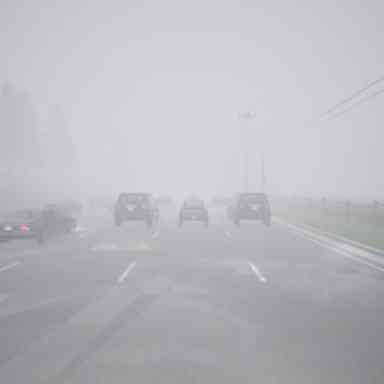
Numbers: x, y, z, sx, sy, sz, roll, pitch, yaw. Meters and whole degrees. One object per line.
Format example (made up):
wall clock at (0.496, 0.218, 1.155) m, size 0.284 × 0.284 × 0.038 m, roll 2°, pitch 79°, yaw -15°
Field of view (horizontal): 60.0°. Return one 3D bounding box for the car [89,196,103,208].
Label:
car at (-10.495, 1.140, 38.937) m, size 2.033 × 1.411 × 5.357 m, roll 0°, pitch 1°, yaw 0°

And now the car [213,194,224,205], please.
car at (3.583, 1.014, 44.292) m, size 1.882 × 1.535 × 5.008 m, roll 0°, pitch 1°, yaw 0°

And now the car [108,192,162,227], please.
car at (-3.403, 1.000, 21.136) m, size 2.150 × 2.045 × 5.566 m, roll 0°, pitch 1°, yaw 0°

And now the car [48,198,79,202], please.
car at (-10.503, 1.191, 27.305) m, size 1.882 × 1.535 × 5.008 m, roll 0°, pitch 1°, yaw 0°

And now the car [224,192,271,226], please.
car at (3.597, 0.995, 21.669) m, size 2.150 × 2.045 × 5.566 m, roll 0°, pitch 1°, yaw 0°

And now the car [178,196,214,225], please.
car at (0.096, 1.262, 21.969) m, size 2.128 × 1.511 × 4.902 m, roll 0°, pitch 1°, yaw 0°

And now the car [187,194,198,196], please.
car at (0.083, 1.002, 45.409) m, size 1.882 × 1.535 × 5.008 m, roll 0°, pitch 1°, yaw 0°

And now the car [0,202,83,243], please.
car at (-6.903, 1.389, 15.003) m, size 2.033 × 1.411 × 5.357 m, roll 0°, pitch 1°, yaw 0°

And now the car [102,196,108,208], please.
car at (-6.948, 1.200, 33.163) m, size 2.033 × 1.411 × 5.357 m, roll 0°, pitch 1°, yaw 1°

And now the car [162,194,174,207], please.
car at (-3.416, 1.060, 42.545) m, size 1.837 × 1.490 × 4.892 m, roll 0°, pitch 1°, yaw 0°
